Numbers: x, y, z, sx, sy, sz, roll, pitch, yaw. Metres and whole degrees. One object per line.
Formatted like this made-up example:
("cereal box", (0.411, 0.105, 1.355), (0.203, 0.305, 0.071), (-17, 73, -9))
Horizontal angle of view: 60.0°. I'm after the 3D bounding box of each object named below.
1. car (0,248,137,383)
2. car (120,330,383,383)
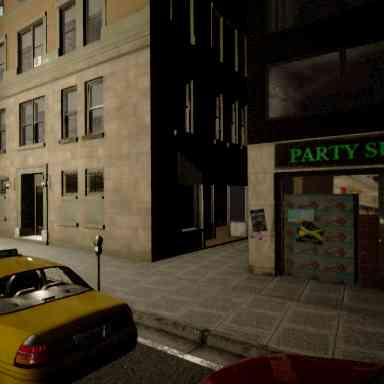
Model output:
("car", (-2.955, 1.526, 4.970), (4.829, 1.417, 1.752), (0, -1, 36))
("car", (1.799, 1.582, 1.571), (4.206, 1.307, 1.802), (0, -1, 36))
